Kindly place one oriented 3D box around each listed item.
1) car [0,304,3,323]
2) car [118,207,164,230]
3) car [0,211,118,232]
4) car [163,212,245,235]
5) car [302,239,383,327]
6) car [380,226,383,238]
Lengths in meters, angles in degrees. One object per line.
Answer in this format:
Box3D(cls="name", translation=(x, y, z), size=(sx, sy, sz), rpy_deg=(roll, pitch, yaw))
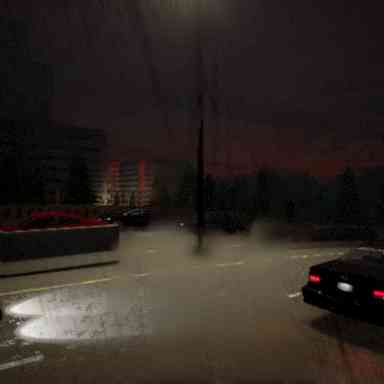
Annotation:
Box3D(cls="car", translation=(-4.969, 1.553, 4.501), size=(4.181, 1.385, 1.994), rpy_deg=(0, 0, -36))
Box3D(cls="car", translation=(-4.000, 1.785, 22.636), size=(4.902, 1.511, 2.128), rpy_deg=(3, -2, -35))
Box3D(cls="car", translation=(-5.713, 1.524, 12.815), size=(5.008, 1.535, 1.882), rpy_deg=(2, -1, -35))
Box3D(cls="car", translation=(1.109, 2.050, 21.983), size=(5.357, 1.411, 2.033), rpy_deg=(4, -3, -35))
Box3D(cls="car", translation=(4.604, 1.743, 7.033), size=(5.357, 1.411, 2.033), rpy_deg=(3, -2, -35))
Box3D(cls="car", translation=(27.788, 5.560, 45.262), size=(4.892, 1.490, 1.837), rpy_deg=(7, -4, -35))
